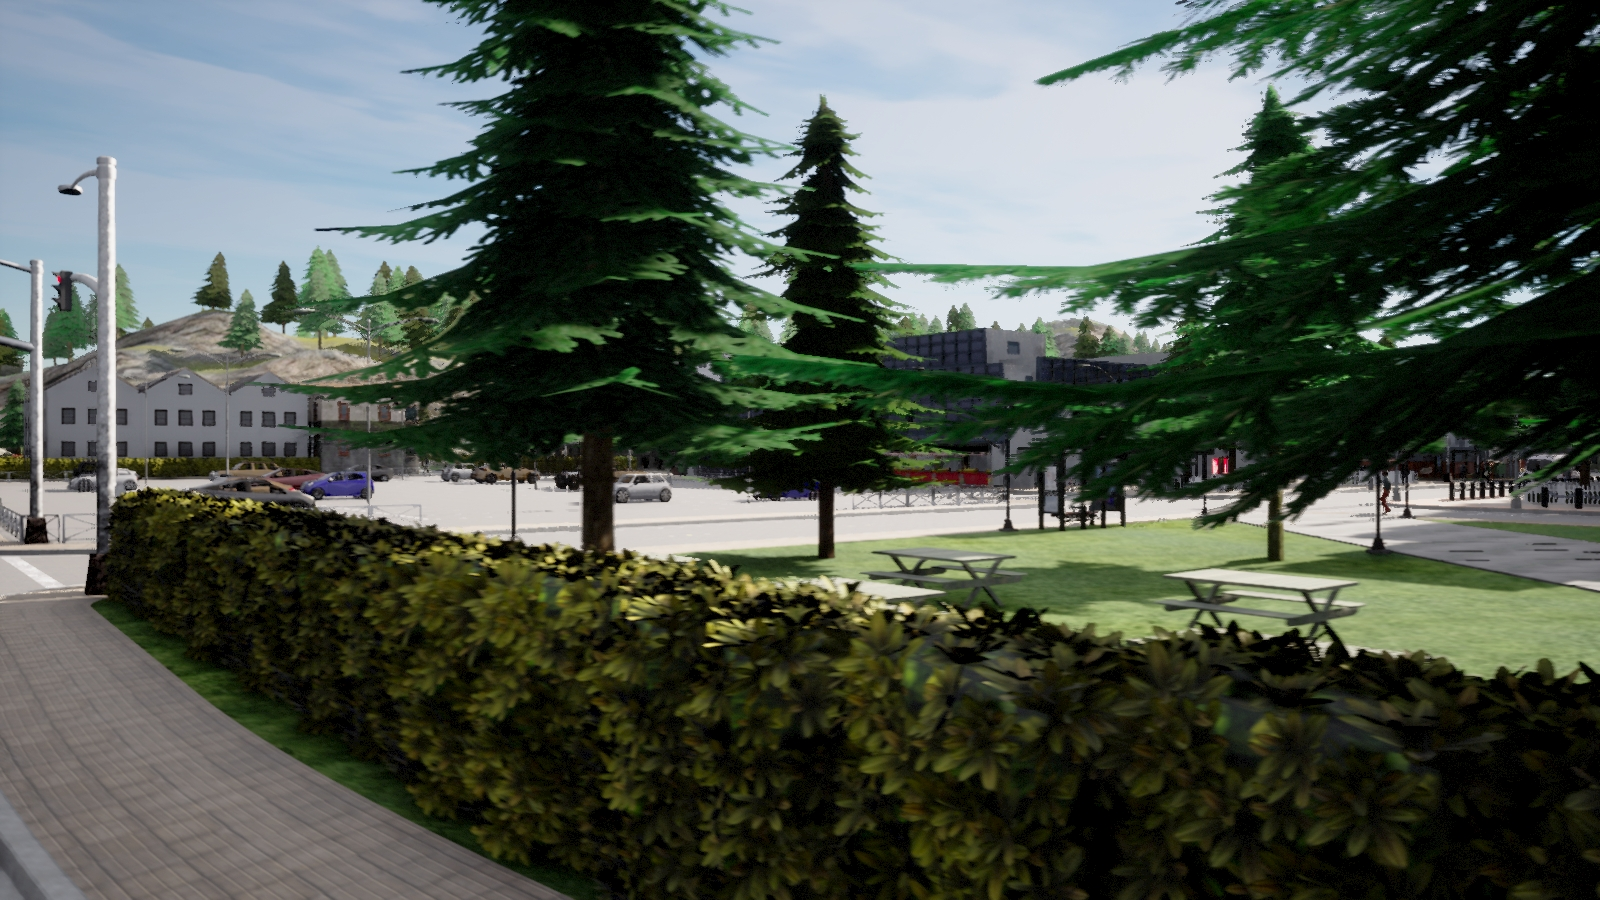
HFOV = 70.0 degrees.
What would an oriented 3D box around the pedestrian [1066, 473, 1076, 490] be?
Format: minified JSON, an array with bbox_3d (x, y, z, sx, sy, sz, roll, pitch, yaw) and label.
[{"bbox_3d":[17.776,2.066,74.923,0.500,1.100,0.500,0,0,34],"label":"pedestrian"}]

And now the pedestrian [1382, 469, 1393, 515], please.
[{"bbox_3d":[23.896,1.689,46.437,0.375,1.860,0.375,0,0,32],"label":"pedestrian"}]
